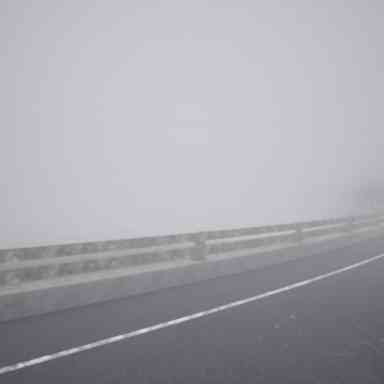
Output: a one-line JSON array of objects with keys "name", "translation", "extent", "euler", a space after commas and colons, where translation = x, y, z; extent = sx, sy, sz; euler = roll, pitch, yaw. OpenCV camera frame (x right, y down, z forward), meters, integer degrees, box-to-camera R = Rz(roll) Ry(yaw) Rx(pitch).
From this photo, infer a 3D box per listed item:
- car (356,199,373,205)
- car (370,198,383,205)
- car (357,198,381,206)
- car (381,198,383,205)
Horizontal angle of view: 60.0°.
[{"name": "car", "translation": [42.321, 2.376, 81.587], "extent": [1.994, 1.385, 4.181], "euler": [0, -1, -1]}, {"name": "car", "translation": [45.820, 2.334, 81.480], "extent": [1.837, 1.490, 4.892], "euler": [0, -1, -1]}, {"name": "car", "translation": [38.103, 2.367, 71.866], "extent": [1.837, 1.490, 4.892], "euler": [0, -1, 5]}, {"name": "car", "translation": [41.684, 2.486, 72.403], "extent": [1.895, 1.301, 4.718], "euler": [0, -1, 5]}]
